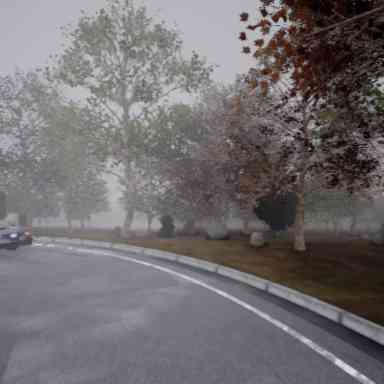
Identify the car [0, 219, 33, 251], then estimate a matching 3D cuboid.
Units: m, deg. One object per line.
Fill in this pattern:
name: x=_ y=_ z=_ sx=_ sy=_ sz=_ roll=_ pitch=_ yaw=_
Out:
car: x=-9.022 y=1.750 z=13.616 sx=5.357 sy=1.411 sz=2.033 roll=-1 pitch=0 yaw=25
